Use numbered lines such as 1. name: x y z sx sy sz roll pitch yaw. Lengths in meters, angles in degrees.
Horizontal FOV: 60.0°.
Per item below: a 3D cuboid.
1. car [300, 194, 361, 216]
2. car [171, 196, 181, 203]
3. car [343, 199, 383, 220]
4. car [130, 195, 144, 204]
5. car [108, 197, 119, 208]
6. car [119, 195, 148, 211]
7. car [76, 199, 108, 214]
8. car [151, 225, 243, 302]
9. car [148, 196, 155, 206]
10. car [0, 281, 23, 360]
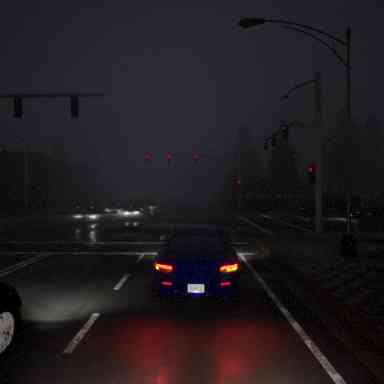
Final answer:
1. car: 13.078 1.222 31.153 5.566 2.045 2.150 0 0 0
2. car: -3.447 1.477 69.651 1.882 1.535 5.008 0 0 0
3. car: 15.898 1.547 27.652 5.357 1.411 2.033 0 0 0
4. car: -10.543 1.415 63.975 2.097 1.767 4.553 0 0 0
5. car: -10.618 1.477 46.993 1.882 1.535 5.008 0 0 0
6. car: -7.108 1.491 41.017 2.128 1.511 4.902 0 0 0
7. car: -10.617 1.525 35.023 1.812 1.442 4.674 0 0 0
8. car: 0.135 1.526 8.140 1.812 1.442 4.674 0 0 2
9. car: -7.100 1.507 54.053 1.837 1.490 4.892 0 -1 0
10. car: -3.440 1.505 3.008 1.837 1.490 4.892 0 0 0
